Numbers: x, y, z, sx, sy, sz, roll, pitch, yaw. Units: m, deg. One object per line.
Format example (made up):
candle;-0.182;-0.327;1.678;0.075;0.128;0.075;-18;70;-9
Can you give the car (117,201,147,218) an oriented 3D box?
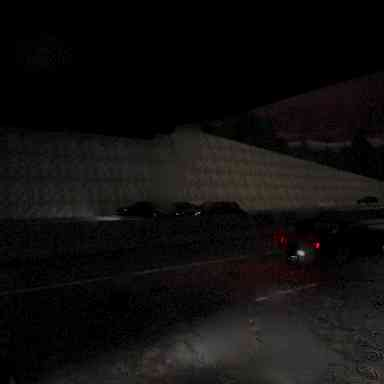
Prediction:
car;-4.624;1.577;30.766;4.674;1.442;1.812;0;0;-36

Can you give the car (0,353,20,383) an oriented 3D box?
car;-3.301;1.593;1.392;4.718;1.301;1.895;0;0;-36

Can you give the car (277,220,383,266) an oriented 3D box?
car;5.250;1.642;11.785;4.718;1.301;1.895;0;0;-35

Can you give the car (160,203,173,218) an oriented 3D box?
car;0.257;1.657;25.662;4.718;1.301;1.895;0;0;-35

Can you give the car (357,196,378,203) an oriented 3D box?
car;28.980;1.363;54.590;4.892;1.490;1.837;0;0;-35

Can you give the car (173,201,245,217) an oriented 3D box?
car;1.415;1.404;22.188;4.553;1.767;2.097;0;0;-35

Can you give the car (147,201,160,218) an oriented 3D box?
car;-1.197;1.584;28.922;4.674;1.442;1.812;0;0;-35
